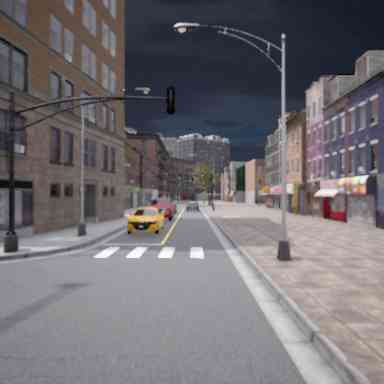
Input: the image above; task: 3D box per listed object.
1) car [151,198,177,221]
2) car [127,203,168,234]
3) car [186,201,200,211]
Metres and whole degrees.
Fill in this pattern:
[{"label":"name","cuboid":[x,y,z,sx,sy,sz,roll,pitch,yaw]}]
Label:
[{"label":"car","cuboid":[-2.853,1.564,31.392,2.150,2.045,5.566,0,-1,0]},{"label":"car","cuboid":[-2.847,1.709,21.240,1.882,1.535,5.008,0,-1,0]},{"label":"car","cuboid":[0.096,2.029,48.744,2.128,1.511,4.902,0,-1,0]}]
